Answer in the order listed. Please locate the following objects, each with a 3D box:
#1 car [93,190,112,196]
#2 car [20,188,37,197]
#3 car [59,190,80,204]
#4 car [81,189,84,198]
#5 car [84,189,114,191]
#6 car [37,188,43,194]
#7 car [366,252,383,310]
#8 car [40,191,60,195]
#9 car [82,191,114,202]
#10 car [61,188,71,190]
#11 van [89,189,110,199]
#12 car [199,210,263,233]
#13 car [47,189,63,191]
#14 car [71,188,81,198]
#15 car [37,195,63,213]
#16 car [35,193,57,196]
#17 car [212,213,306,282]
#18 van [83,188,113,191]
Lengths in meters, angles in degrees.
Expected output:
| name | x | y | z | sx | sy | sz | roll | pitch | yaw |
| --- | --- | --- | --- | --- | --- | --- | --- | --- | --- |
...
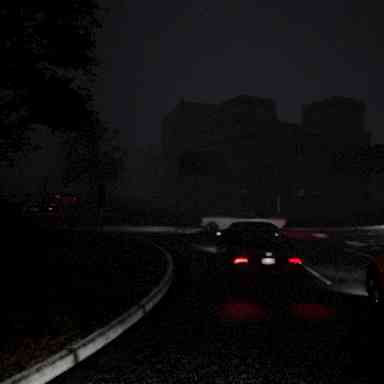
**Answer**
| name | x | y | z | sx | sy | sz | roll | pitch | yaw |
| --- | --- | --- | --- | --- | --- | --- | --- | --- | --- |
| car | -24.491 | 0.169 | 91.358 | 4.792 | 1.488 | 2.163 | 0 | 1 | -10 |
| car | -38.700 | 0.307 | 78.062 | 2.097 | 1.535 | 5.008 | 0 | 1 | -12 |
| car | -19.069 | 0.942 | 51.949 | 2.097 | 1.767 | 4.553 | 0 | 1 | -19 |
| car | -18.137 | 0.598 | 64.824 | 5.566 | 2.045 | 2.435 | 0 | 1 | -16 |
| car | -16.589 | 0.841 | 59.548 | 4.553 | 1.767 | 2.185 | 0 | 1 | -16 |
| car | -39.819 | 0.194 | 83.439 | 2.163 | 1.488 | 4.792 | 0 | 1 | -10 |
| car | 4.294 | 1.395 | 4.935 | 2.097 | 1.767 | 4.553 | 0 | 0 | 11 |
| car | -23.139 | 1.046 | 54.416 | 2.033 | 1.411 | 5.357 | 0 | 1 | -16 |
| car | -15.854 | 1.025 | 56.896 | 4.892 | 1.521 | 2.231 | 0 | 1 | -16 |
| car | -28.577 | 0.483 | 73.474 | 1.895 | 1.301 | 4.718 | 0 | 1 | -13 |
| van | -20.192 | 0.434 | 72.610 | 4.442 | 1.987 | 1.878 | 0 | 1 | -14 |
| car | 2.848 | 1.680 | 19.015 | 4.718 | 1.301 | 1.895 | 0 | 0 | 19 |
| car | -26.016 | 0.766 | 63.920 | 1.882 | 1.535 | 5.008 | 0 | 1 | -15 |
| car | -25.865 | 0.578 | 75.035 | 2.128 | 1.511 | 4.902 | 0 | 1 | -13 |
| car | -15.486 | 1.392 | 35.845 | 1.837 | 1.490 | 4.892 | 0 | 1 | -28 |
| car | -19.737 | 1.257 | 44.966 | 1.994 | 1.385 | 4.181 | 0 | 1 | -21 |
| car | 1.780 | 1.592 | 9.896 | 2.033 | 1.411 | 5.357 | 0 | 0 | 2 |
| van | -17.502 | 0.681 | 62.151 | 4.442 | 1.987 | 1.878 | 0 | 1 | -16 |
